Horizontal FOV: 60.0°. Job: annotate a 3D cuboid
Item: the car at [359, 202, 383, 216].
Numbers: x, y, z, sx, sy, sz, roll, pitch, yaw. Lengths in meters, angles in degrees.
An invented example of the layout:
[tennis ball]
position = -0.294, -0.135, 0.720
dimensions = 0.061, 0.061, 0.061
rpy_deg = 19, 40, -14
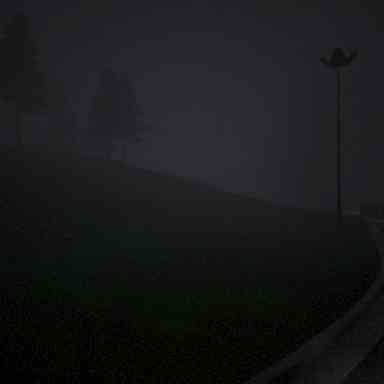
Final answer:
[car]
position = 20.440, 1.893, 37.623
dimensions = 2.128, 1.511, 4.902
rpy_deg = 0, -1, 10
